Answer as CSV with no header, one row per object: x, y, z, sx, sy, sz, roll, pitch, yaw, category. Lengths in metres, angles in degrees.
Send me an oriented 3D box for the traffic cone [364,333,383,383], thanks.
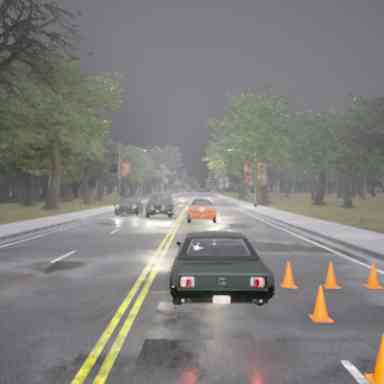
2.272,1.959,3.917,0.340,0.580,0.340,0,0,0,traffic cone

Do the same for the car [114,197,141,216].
-5.890,1.274,31.623,2.097,1.767,4.553,0,0,1,car

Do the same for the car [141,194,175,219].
-2.678,1.160,28.968,2.150,2.045,5.566,0,0,1,car

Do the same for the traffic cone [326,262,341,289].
3.301,1.957,7.910,0.340,0.580,0.340,0,0,0,traffic cone

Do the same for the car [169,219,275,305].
0.543,1.593,8.025,1.895,1.301,4.718,0,0,0,car

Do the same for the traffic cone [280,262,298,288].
2.301,1.953,7.917,0.340,0.580,0.340,0,0,0,traffic cone

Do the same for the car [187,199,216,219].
0.730,1.309,25.669,2.097,1.767,4.553,0,0,1,car

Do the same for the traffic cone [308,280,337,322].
2.286,1.956,5.917,0.340,0.580,0.340,0,0,0,traffic cone

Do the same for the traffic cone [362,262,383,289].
4.300,1.961,7.903,0.340,0.580,0.340,0,0,0,traffic cone
